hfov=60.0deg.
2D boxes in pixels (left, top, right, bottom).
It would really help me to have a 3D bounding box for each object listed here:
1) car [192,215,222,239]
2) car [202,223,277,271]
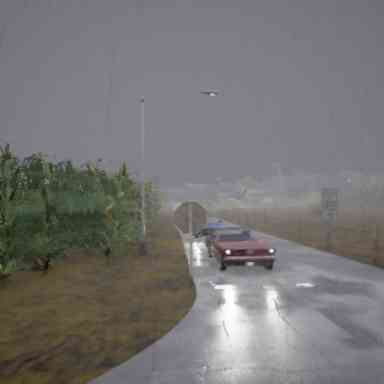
[{"bbox_3d":[1.038,2.405,23.852,1.882,1.535,5.008,0,-2,-3],"label":"car"},{"bbox_3d":[1.713,2.096,12.933,1.895,1.301,4.718,0,-2,-5],"label":"car"}]
